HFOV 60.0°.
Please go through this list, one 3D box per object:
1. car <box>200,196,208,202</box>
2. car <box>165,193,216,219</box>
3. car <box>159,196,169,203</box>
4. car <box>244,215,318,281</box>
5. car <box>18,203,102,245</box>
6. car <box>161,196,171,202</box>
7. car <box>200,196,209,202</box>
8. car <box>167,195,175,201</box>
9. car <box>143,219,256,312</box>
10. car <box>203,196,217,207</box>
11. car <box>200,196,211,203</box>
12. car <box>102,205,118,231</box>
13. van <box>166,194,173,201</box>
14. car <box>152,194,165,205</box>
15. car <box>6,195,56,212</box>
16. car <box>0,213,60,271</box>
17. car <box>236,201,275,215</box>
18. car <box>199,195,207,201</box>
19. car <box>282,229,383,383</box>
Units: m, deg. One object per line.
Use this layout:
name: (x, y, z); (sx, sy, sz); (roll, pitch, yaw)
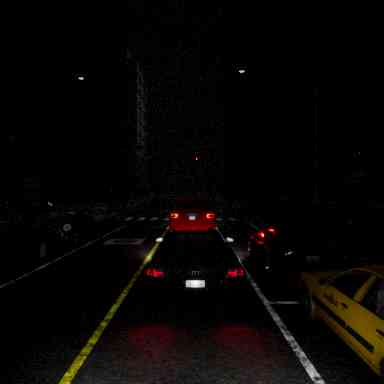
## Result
car: (2.810, 1.572, 79.730); (1.887, 1.381, 4.507); (0, 0, 0)
car: (0.014, 1.223, 17.209); (2.150, 2.045, 5.566); (0, 0, 0)
car: (-5.721, 1.602, 68.860); (1.802, 1.307, 4.206); (0, 0, 0)
car: (2.767, 1.566, 9.659); (1.947, 1.339, 4.313); (0, 0, 0)
car: (-5.755, 1.441, 15.120); (1.967, 1.590, 4.097); (0, 0, 0)
car: (-5.718, 1.549, 74.127); (1.752, 1.417, 4.829); (0, 0, 0)
car: (2.807, 1.568, 74.292); (1.887, 1.381, 4.507); (0, 0, 0)
car: (-5.708, 1.586, 90.610); (2.008, 1.369, 4.403); (0, 0, 0)
car: (0.064, 1.564, 7.789); (1.994, 1.385, 4.181); (0, 0, 0)
car: (2.794, 1.452, 52.542); (1.967, 1.590, 4.097); (0, 0, 0)
car: (2.804, 1.571, 68.854); (2.008, 1.369, 4.403); (0, 0, 0)
car: (-5.751, 1.527, 20.407); (1.752, 1.417, 4.829); (0, 0, 0)
van: (-5.712, 1.372, 85.173); (1.690, 1.788, 3.998); (0, 0, 0)
car: (-5.728, 1.329, 57.985); (2.192, 1.841, 5.009); (0, 0, 0)
car: (-15.307, 1.082, 32.142); (4.553, 1.767, 2.097); (1, 0, -2)
car: (-5.758, 1.545, 9.663); (1.887, 1.381, 4.507); (0, 0, 0)
car: (6.770, 1.640, 32.076); (5.008, 1.535, 1.882); (1, 0, 0)
car: (2.814, 1.556, 85.337); (1.752, 1.417, 4.829); (0, 0, 0)
car: (2.764, 1.525, 4.373); (1.752, 1.417, 4.829); (0, 0, 0)
